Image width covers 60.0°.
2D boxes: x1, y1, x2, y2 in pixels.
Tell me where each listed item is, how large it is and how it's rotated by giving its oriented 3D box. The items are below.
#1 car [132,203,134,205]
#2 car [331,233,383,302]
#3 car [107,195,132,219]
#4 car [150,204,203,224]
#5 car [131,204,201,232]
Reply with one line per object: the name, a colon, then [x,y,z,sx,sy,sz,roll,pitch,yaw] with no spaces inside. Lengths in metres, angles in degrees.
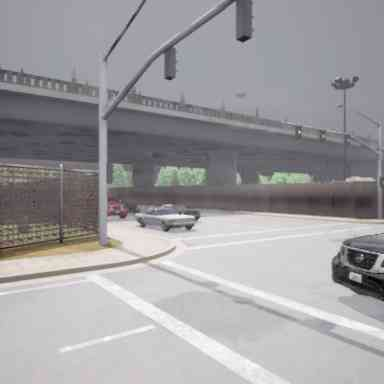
car: [-7.003,1.619,34.279,1.994,1.385,4.181,0,0,-36]
car: [5.773,1.253,6.949,5.566,2.045,2.150,0,-1,-14]
car: [-7.634,1.276,29.140,2.150,2.045,5.566,0,0,-36]
car: [-1.327,1.656,26.338,1.895,1.301,4.718,0,0,-36]
car: [-1.753,1.657,20.916,1.895,1.301,4.718,0,0,-36]
